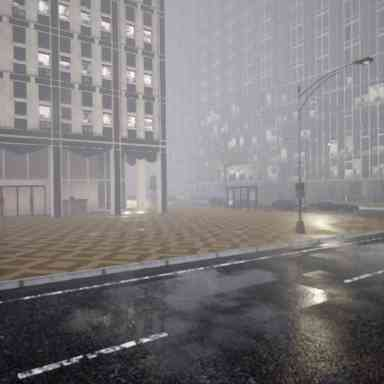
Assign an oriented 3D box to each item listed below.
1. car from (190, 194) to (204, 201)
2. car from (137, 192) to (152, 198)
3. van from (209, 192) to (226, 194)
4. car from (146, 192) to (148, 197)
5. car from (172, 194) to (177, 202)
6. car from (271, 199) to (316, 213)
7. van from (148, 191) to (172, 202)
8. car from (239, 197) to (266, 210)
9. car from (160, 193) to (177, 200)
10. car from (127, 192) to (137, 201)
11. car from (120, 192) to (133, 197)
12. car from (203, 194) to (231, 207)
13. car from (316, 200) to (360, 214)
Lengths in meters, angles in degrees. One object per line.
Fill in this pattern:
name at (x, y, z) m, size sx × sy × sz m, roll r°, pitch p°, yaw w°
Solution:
car at (1.221, 1.057, 63.139) m, size 1.802 × 1.307 × 4.206 m, roll 0°, pitch 1°, yaw -34°
car at (-11.645, 0.700, 81.881) m, size 1.967 × 1.590 × 4.097 m, roll 0°, pitch 1°, yaw -34°
van at (4.437, 0.869, 58.450) m, size 1.690 × 1.788 × 3.998 m, roll 0°, pitch 1°, yaw -34°
car at (-8.428, 0.629, 77.194) m, size 2.192 × 1.841 × 5.009 m, roll 0°, pitch 1°, yaw -34°
car at (-4.579, 1.055, 61.503) m, size 1.837 × 1.490 × 4.892 m, roll -1°, pitch 1°, yaw -34°
car at (10.286, 1.434, 34.895) m, size 1.947 × 1.339 × 4.313 m, roll 0°, pitch 1°, yaw -34°
van at (-5.688, 0.948, 58.395) m, size 1.690 × 1.788 × 3.998 m, roll 0°, pitch 1°, yaw -34°
car at (7.084, 1.398, 39.593) m, size 1.802 × 1.307 × 4.206 m, roll 0°, pitch 1°, yaw -34°
car at (-5.211, 0.949, 72.511) m, size 1.802 × 1.307 × 4.206 m, roll 0°, pitch 1°, yaw -34°
car at (-12.121, 1.050, 67.769) m, size 2.008 × 1.369 × 4.403 m, roll 0°, pitch 1°, yaw -34°
car at (-18.077, 0.702, 91.254) m, size 2.008 × 1.369 × 4.403 m, roll 0°, pitch 1°, yaw -34°
car at (3.916, 1.330, 44.311) m, size 1.947 × 1.339 × 4.313 m, roll 0°, pitch 1°, yaw -34°
car at (14.349, 1.456, 33.764) m, size 1.895 × 1.301 × 4.718 m, roll -1°, pitch 1°, yaw -34°
